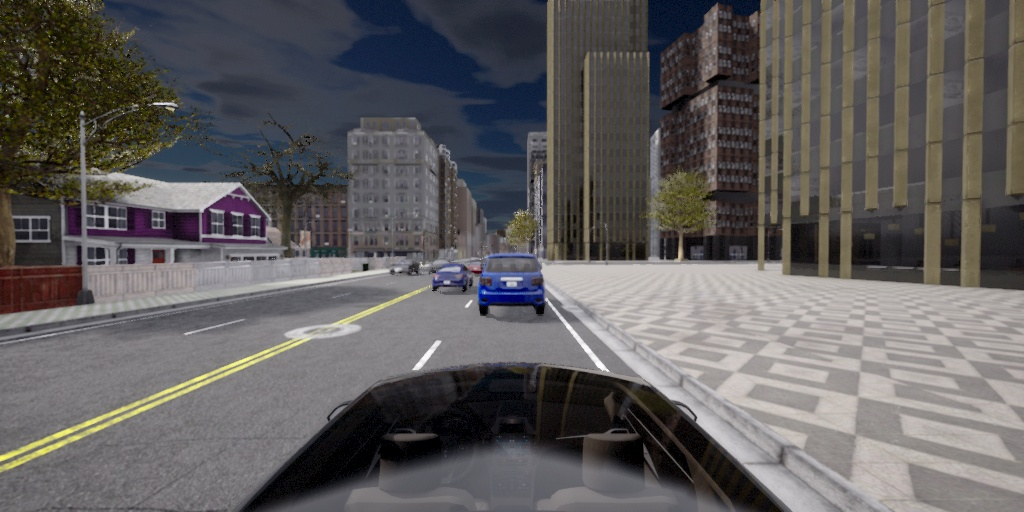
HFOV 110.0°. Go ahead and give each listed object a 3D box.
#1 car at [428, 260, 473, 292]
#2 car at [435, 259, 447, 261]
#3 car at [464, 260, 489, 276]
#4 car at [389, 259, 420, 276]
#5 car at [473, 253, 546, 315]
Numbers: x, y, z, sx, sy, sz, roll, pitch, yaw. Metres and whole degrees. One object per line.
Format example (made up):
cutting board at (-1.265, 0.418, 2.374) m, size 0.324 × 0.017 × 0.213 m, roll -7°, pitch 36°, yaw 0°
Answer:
car at (-3.322, 1.172, 20.457) m, size 1.812 × 1.442 × 4.674 m, roll 0°, pitch 0°, yaw -1°
car at (-6.875, 1.055, 35.207) m, size 1.882 × 1.535 × 5.008 m, roll 0°, pitch 0°, yaw 0°
car at (-3.435, 1.138, 35.394) m, size 1.994 × 1.385 × 4.181 m, roll 0°, pitch 0°, yaw 0°
car at (-10.116, 1.076, 34.084) m, size 2.128 × 1.511 × 4.902 m, roll 0°, pitch 0°, yaw 0°
car at (-0.017, 0.906, 13.336) m, size 2.150 × 2.045 × 5.566 m, roll 0°, pitch 1°, yaw 0°
